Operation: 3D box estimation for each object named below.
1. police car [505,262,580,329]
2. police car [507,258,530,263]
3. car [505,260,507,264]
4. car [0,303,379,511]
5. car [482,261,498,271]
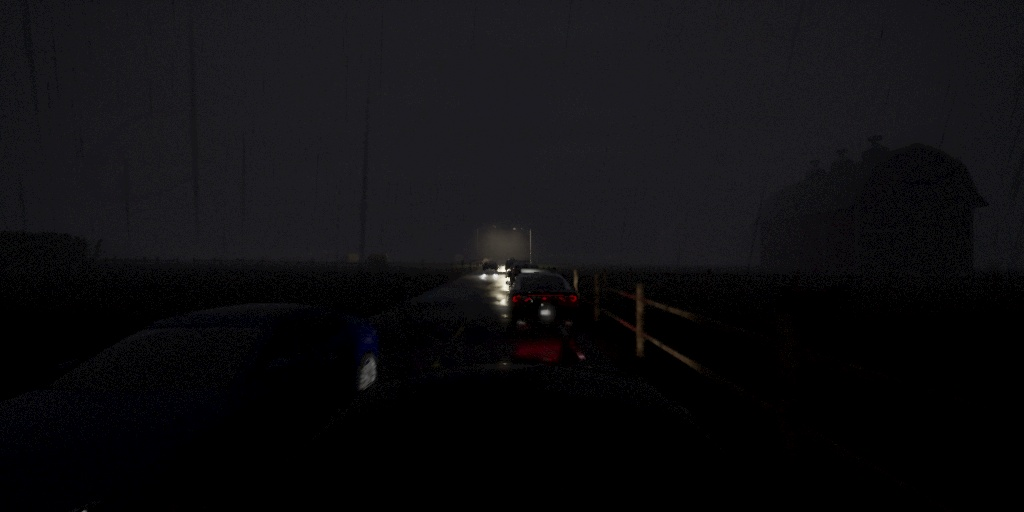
[{"bbox_3d":[0.823,1.161,11.285,1.930,1.638,5.238,0,0,0],"label":"police car"},{"bbox_3d":[0.823,1.138,27.285,1.930,1.638,5.238,0,0,0],"label":"police car"},{"bbox_3d":[0.042,1.155,49.797,1.882,1.535,5.008,0,0,0],"label":"car"},{"bbox_3d":[-2.851,1.273,3.591,1.812,1.442,4.674,0,0,0],"label":"car"},{"bbox_3d":[-2.834,1.283,46.976,1.895,1.301,4.718,0,0,0],"label":"car"}]
